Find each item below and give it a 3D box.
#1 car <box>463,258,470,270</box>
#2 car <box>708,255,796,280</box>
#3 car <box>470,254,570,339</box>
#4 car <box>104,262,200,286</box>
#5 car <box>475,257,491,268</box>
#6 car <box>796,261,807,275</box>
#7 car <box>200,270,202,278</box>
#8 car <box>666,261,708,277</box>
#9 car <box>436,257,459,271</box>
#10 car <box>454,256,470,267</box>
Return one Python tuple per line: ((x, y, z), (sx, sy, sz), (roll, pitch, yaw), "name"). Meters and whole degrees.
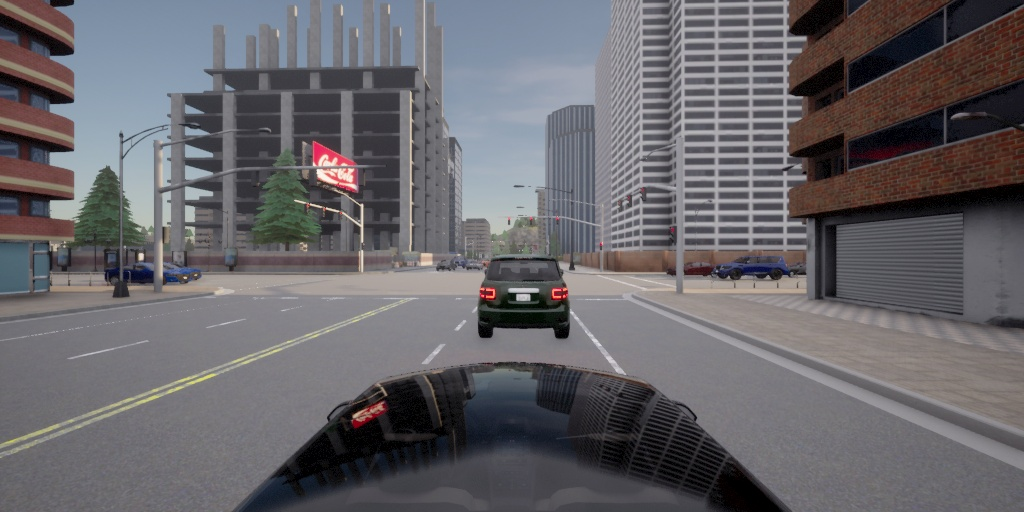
((-5.279, 1.351, 51.143), (1.895, 1.301, 4.718), (0, 0, 2), "car")
((20.224, 0.971, 30.462), (5.566, 2.045, 2.150), (0, 0, 2), "car")
((0.338, 0.971, 10.267), (2.150, 2.045, 5.566), (0, 0, 2), "car")
((-24.964, 1.228, 24.726), (5.008, 1.535, 1.882), (0, 0, 2), "car")
((-4.875, 1.102, 61.243), (2.097, 1.767, 4.553), (0, 0, 2), "car")
((27.238, 1.241, 33.722), (4.902, 1.511, 2.128), (0, 0, 2), "car")
((-27.381, 1.228, 28.306), (5.008, 1.535, 1.882), (0, 0, 2), "car")
((17.308, 1.228, 34.055), (5.008, 1.535, 1.882), (0, 0, 2), "car")
((-8.883, 1.255, 48.507), (1.837, 1.490, 4.892), (0, 0, 2), "car")
((-8.501, 0.971, 58.355), (2.150, 2.045, 5.566), (0, 0, 1), "car")
